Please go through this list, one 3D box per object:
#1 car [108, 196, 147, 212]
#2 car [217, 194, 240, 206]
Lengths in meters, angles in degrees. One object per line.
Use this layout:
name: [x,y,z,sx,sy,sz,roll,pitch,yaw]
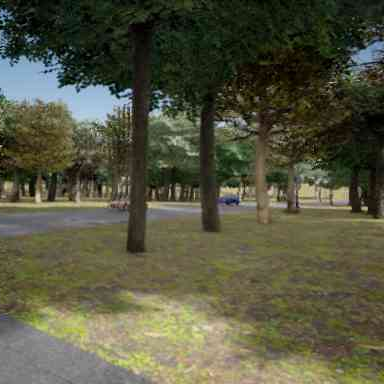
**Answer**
car: [-6.921,1.193,36.045,2.097,1.767,4.553,3,1,32]
car: [6.230,1.323,56.874,2.150,2.045,5.566,3,0,33]
